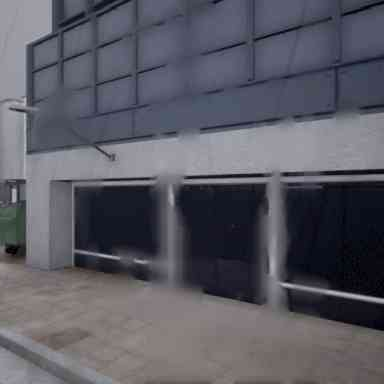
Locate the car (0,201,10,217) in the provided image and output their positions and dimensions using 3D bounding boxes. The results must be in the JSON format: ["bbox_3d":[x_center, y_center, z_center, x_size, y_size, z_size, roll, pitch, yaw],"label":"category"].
[{"bbox_3d":[-13.061,1.371,23.906,2.033,1.411,5.357,0,0,36],"label":"car"}]
